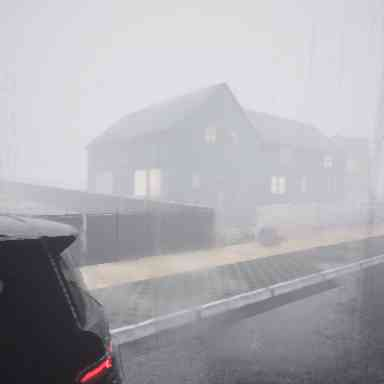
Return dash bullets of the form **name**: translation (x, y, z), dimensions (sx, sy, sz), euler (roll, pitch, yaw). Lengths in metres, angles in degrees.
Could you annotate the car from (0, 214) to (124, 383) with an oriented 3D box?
- **car**: translation (-2.911, 1.164, 0.944), dimensions (5.566, 2.045, 2.150), euler (0, 1, -39)
